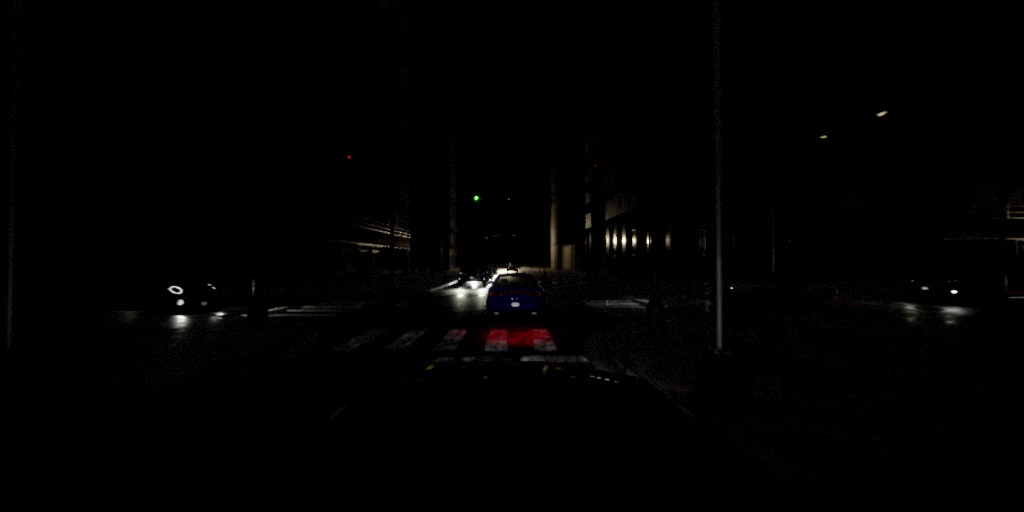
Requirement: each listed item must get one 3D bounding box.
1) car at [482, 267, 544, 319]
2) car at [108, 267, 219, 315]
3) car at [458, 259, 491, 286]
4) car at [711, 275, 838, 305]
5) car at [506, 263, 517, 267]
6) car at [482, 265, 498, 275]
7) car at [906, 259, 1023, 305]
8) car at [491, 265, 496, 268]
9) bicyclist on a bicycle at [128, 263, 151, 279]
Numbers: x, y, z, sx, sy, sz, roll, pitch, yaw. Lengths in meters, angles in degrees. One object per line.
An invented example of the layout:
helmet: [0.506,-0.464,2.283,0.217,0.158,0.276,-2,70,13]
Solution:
car: [0.103,1.366,13.533,1.882,1.535,5.008,0,0,0]
car: [-13.897,1.216,13.581,4.553,1.767,2.097,0,-1,-1]
car: [-3.087,1.300,29.301,2.150,2.045,5.566,0,-1,-2]
car: [12.057,1.532,16.760,4.718,1.301,1.895,0,-1,3]
car: [0.033,1.985,58.407,2.033,1.411,5.357,0,-1,0]
car: [-3.032,1.926,49.442,1.895,1.301,4.718,0,-1,0]
car: [22.008,1.147,16.770,5.566,2.045,2.150,0,-1,-1]
car: [-3.074,1.800,39.185,1.895,1.301,4.718,0,-1,0]
bicyclist on a bicycle: [-20.502,1.236,19.784,0.582,1.620,1.656,0,0,0]
